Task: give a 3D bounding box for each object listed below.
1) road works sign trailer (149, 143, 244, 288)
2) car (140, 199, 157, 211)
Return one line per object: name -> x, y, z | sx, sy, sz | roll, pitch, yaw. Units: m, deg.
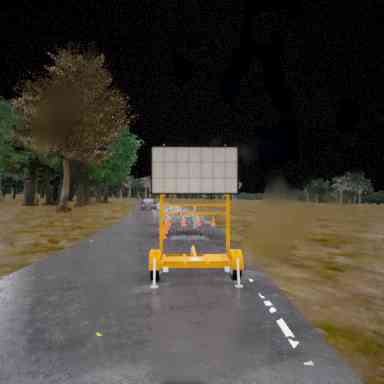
road works sign trailer -> 0.071, 0.464, 9.224 | 2.380, 3.560, 2.880 | 0, 0, -2
car -> -5.250, 1.528, 40.340 | 1.812, 1.442, 4.674 | 0, 0, -8
